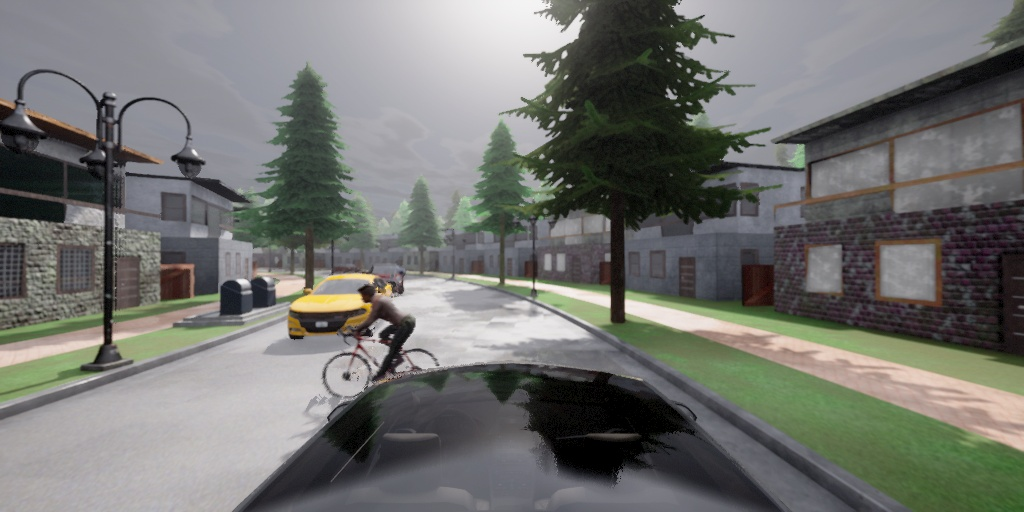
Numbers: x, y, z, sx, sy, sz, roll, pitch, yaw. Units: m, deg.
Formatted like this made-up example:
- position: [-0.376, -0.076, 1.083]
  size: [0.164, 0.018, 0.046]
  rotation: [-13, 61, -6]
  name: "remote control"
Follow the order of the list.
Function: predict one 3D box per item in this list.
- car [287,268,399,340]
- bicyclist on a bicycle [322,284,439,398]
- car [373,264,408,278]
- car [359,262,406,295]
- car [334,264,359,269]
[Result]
- position: [-4.735, 1.293, 10.558]
  size: [1.882, 1.535, 5.008]
  rotation: [0, 0, -10]
  name: "car"
- position: [-1.891, 1.229, 5.162]
  size: [1.656, 1.620, 0.582]
  rotation: [-2, 0, -5]
  name: "bicyclist on a bicycle"
- position: [-13.264, 1.566, 39.010]
  size: [2.033, 1.411, 5.357]
  rotation: [0, 0, -37]
  name: "car"
- position: [-7.400, 1.238, 20.654]
  size: [2.097, 1.767, 4.553]
  rotation: [0, 0, -20]
  name: "car"
- position: [-22.518, 1.696, 48.766]
  size: [4.718, 1.301, 1.895]
  rotation: [0, -1, 42]
  name: "car"
